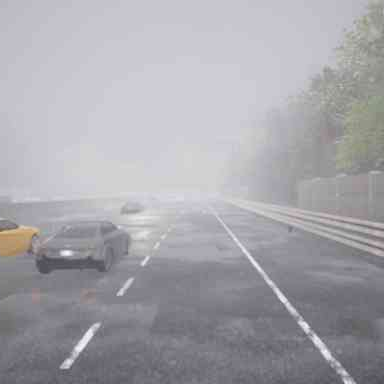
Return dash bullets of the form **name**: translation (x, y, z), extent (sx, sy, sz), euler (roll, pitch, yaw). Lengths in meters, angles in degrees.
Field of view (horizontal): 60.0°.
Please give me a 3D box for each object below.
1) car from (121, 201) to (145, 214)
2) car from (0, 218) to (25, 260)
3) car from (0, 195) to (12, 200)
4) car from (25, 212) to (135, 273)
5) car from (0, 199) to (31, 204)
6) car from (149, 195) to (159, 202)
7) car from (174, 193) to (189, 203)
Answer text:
- **car**: translation (-6.349, 1.616, 35.969), extent (1.994, 1.385, 4.181), euler (0, 0, 1)
- **car**: translation (-6.787, 1.532, 10.771), extent (1.882, 1.535, 5.008), euler (0, 0, 1)
- **car**: translation (-23.833, 1.408, 40.028), extent (2.150, 2.045, 5.566), euler (0, 0, 2)
- **car**: translation (-3.287, 1.590, 10.826), extent (1.994, 1.385, 4.181), euler (0, 0, 1)
- **car**: translation (-20.345, 1.763, 39.669), extent (1.895, 1.301, 4.718), euler (0, 0, 2)
- **car**: translation (-9.083, 1.556, 79.930), extent (1.882, 1.535, 5.008), euler (0, 0, 1)
- **car**: translation (-2.255, 1.548, 69.980), extent (1.812, 1.442, 4.674), euler (0, 0, 1)
